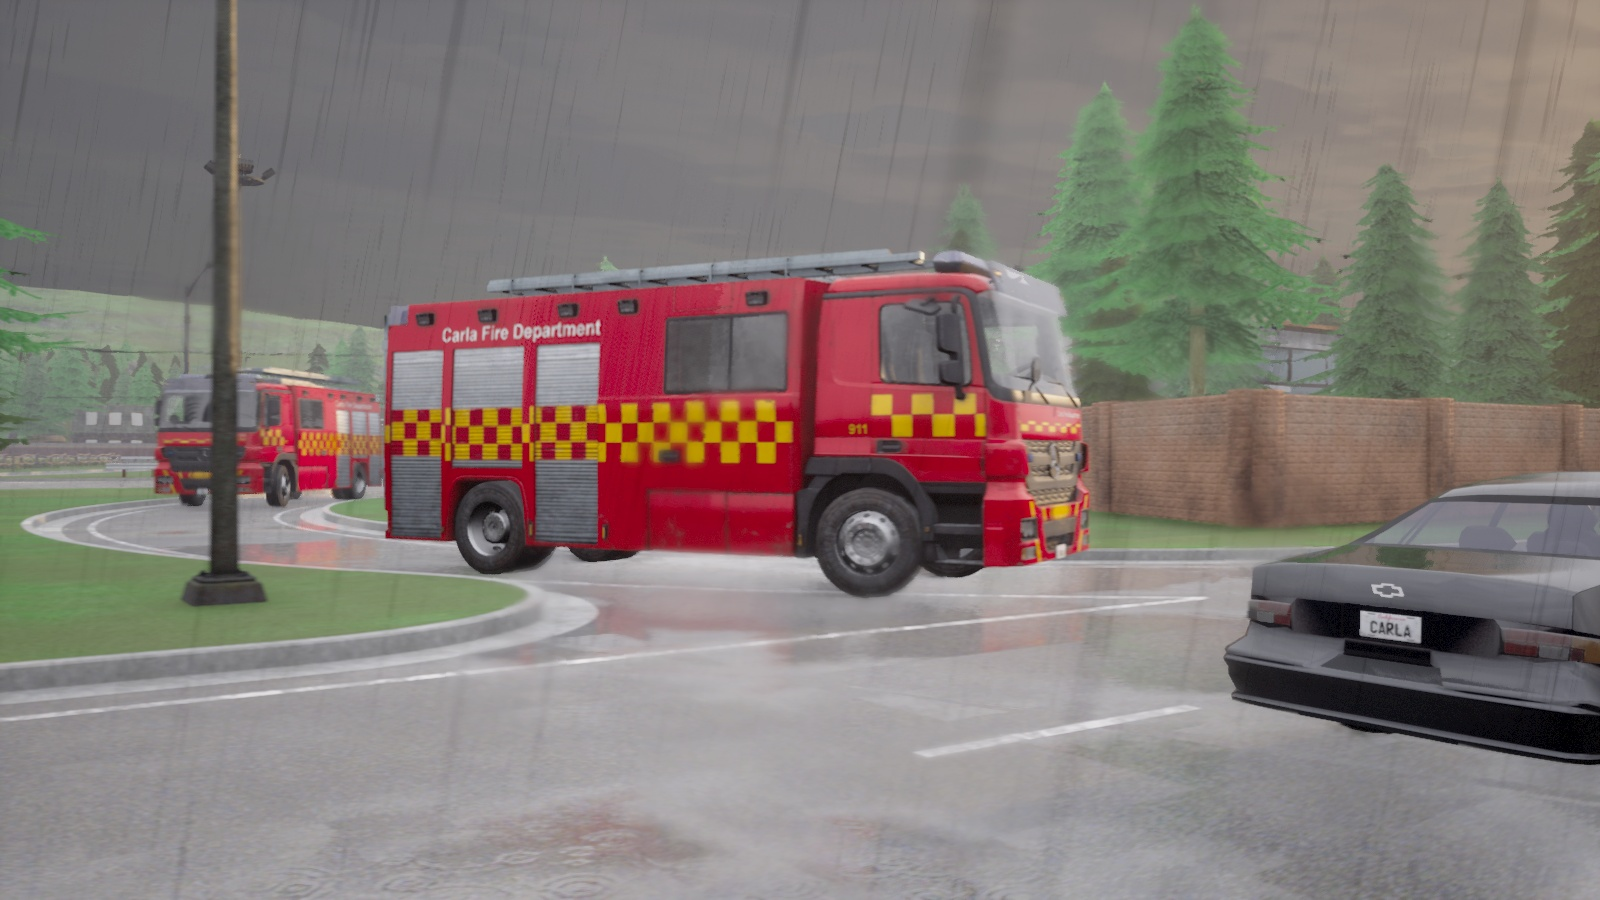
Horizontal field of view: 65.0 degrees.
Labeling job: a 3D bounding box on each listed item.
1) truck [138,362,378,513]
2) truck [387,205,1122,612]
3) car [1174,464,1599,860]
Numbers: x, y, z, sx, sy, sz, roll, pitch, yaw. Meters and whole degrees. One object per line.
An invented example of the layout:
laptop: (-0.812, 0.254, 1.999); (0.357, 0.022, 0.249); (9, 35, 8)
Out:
truck: (-15.270, -0.299, 36.289); (2.891, 3.827, 8.468); (0, 0, 3)
truck: (-0.741, -0.382, 15.055); (8.468, 3.827, 2.891); (0, 0, 27)
car: (4.620, 0.799, 6.874); (5.357, 1.411, 2.033); (0, 0, -35)
